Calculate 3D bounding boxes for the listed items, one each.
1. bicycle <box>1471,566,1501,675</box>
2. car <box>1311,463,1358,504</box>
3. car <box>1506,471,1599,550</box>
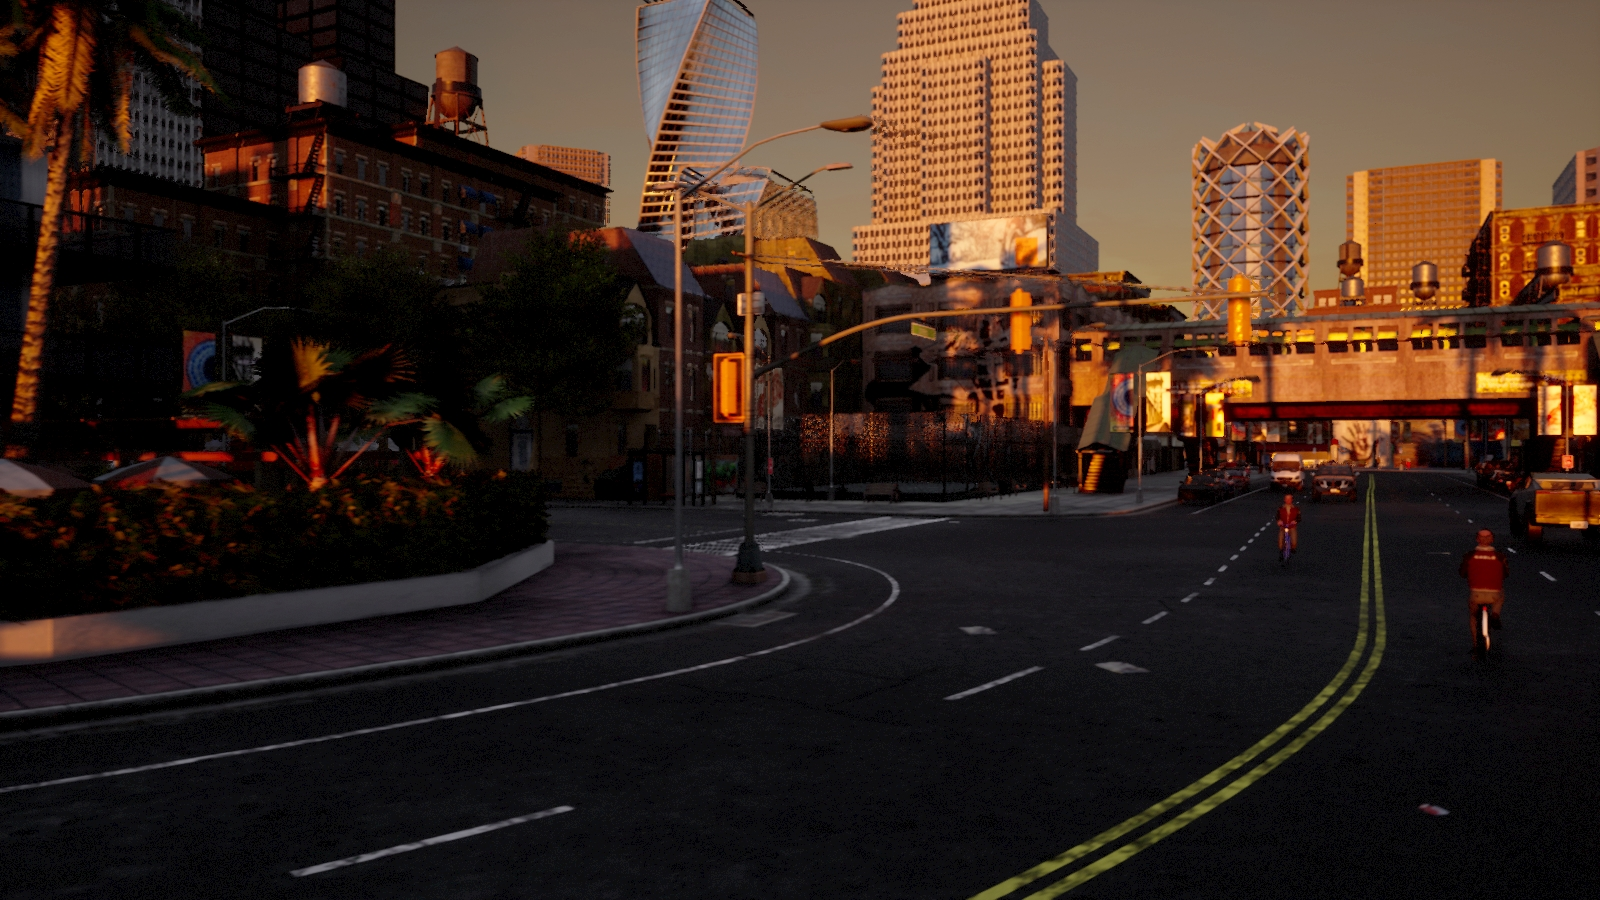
[{"bbox_3d":[9.068,2.212,15.109,0.329,1.171,1.835,0,0,31],"label":"bicycle"},{"bbox_3d":[29.359,1.788,62.665,2.150,2.045,5.566,0,0,27],"label":"car"},{"bbox_3d":[23.393,1.758,35.044,2.390,2.098,6.274,0,0,27],"label":"car"}]
